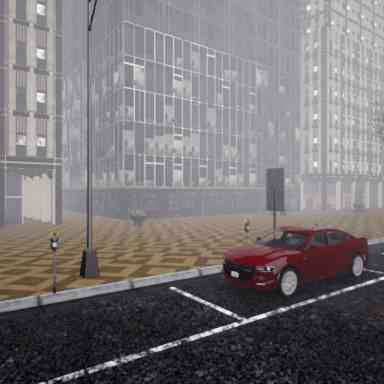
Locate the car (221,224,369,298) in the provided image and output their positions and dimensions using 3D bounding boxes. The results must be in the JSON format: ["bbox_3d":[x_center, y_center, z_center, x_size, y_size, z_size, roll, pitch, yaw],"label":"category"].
[{"bbox_3d":[2.758,1.544,8.538,4.507,1.381,1.887,0,0,-36],"label":"car"}]
